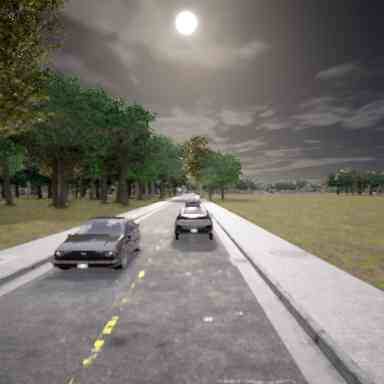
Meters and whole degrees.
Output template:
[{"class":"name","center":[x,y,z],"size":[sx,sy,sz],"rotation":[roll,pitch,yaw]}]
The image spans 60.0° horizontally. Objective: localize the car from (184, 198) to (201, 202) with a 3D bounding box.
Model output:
[{"class":"car","center":[0.081,1.532,40.691],"size":[1.837,1.490,4.892],"rotation":[0,0,0]}]

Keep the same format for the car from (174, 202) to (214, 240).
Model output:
[{"class":"car","center":[0.090,1.502,17.221],"size":[2.128,1.511,4.902],"rotation":[0,0,0]}]

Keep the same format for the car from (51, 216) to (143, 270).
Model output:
[{"class":"car","center":[-2.856,1.554,11.352],"size":[2.033,1.411,5.357],"rotation":[0,0,0]}]
